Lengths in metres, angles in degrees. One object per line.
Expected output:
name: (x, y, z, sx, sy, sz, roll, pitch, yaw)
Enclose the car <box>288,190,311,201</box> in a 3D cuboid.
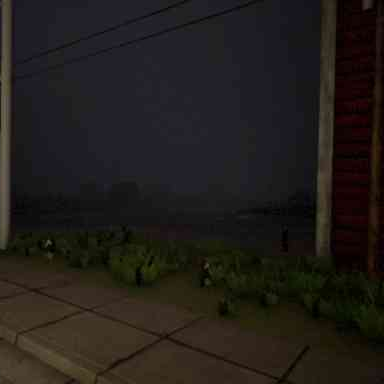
car: (14.698, 0.706, 45.607, 1.905, 1.878, 3.866, -5, 0, -8)
